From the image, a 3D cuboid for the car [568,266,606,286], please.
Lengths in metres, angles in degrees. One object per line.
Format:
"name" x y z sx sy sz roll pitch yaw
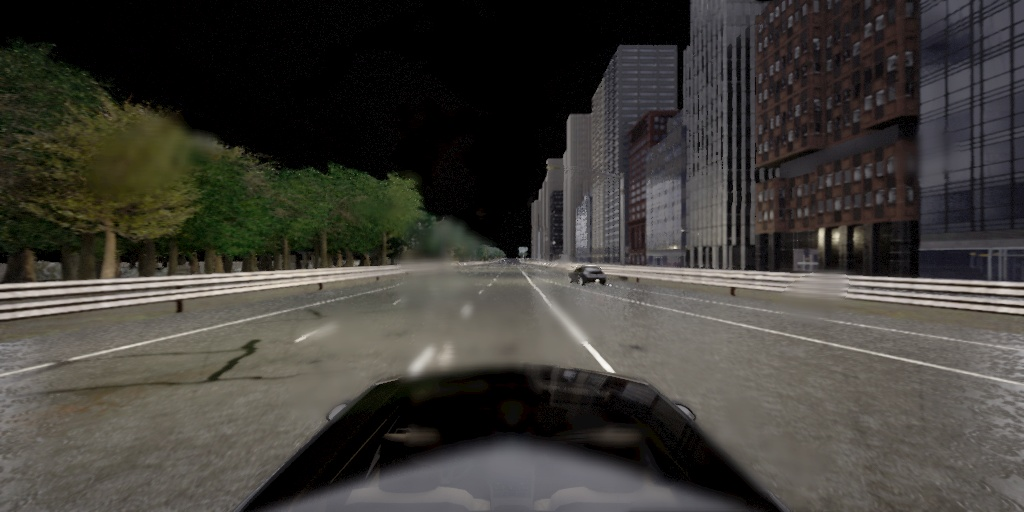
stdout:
"car" 5.884 1.562 28.495 1.837 1.490 4.892 0 0 -8
